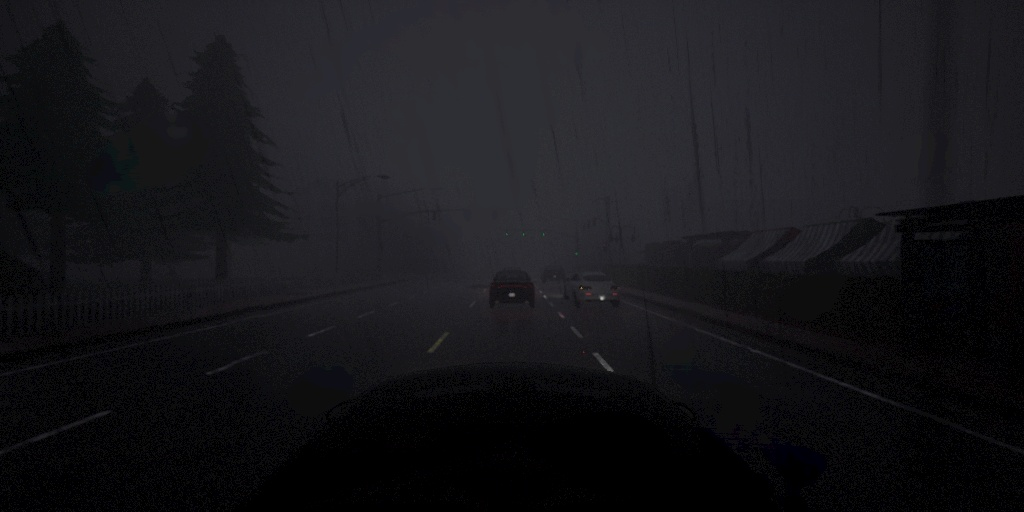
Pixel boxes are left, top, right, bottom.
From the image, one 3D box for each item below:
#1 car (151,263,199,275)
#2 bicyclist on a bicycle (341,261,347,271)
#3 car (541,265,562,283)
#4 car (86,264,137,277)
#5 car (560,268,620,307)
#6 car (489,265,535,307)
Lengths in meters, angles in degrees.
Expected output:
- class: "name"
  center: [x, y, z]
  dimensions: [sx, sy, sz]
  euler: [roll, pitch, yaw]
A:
- class: "car"
  center: [-44.508, 1.663, 46.732]
  dimensions: [4.902, 1.511, 2.128]
  euler: [0, -1, 1]
- class: "bicyclist on a bicycle"
  center: [-25.127, 1.536, 53.629]
  dimensions: [0.582, 1.620, 1.656]
  euler: [0, 0, 1]
- class: "car"
  center: [3.602, 1.505, 31.307]
  dimensions: [1.882, 1.535, 5.008]
  euler: [0, 0, 4]
- class: "car"
  center: [-44.264, 1.618, 39.720]
  dimensions: [4.892, 1.490, 1.837]
  euler: [0, -1, 2]
- class: "car"
  center: [3.507, 1.412, 16.228]
  dimensions: [1.812, 1.442, 4.674]
  euler: [0, 0, 0]
- class: "car"
  center: [0.007, 1.364, 16.325]
  dimensions: [1.882, 1.535, 5.008]
  euler: [0, 0, 0]
